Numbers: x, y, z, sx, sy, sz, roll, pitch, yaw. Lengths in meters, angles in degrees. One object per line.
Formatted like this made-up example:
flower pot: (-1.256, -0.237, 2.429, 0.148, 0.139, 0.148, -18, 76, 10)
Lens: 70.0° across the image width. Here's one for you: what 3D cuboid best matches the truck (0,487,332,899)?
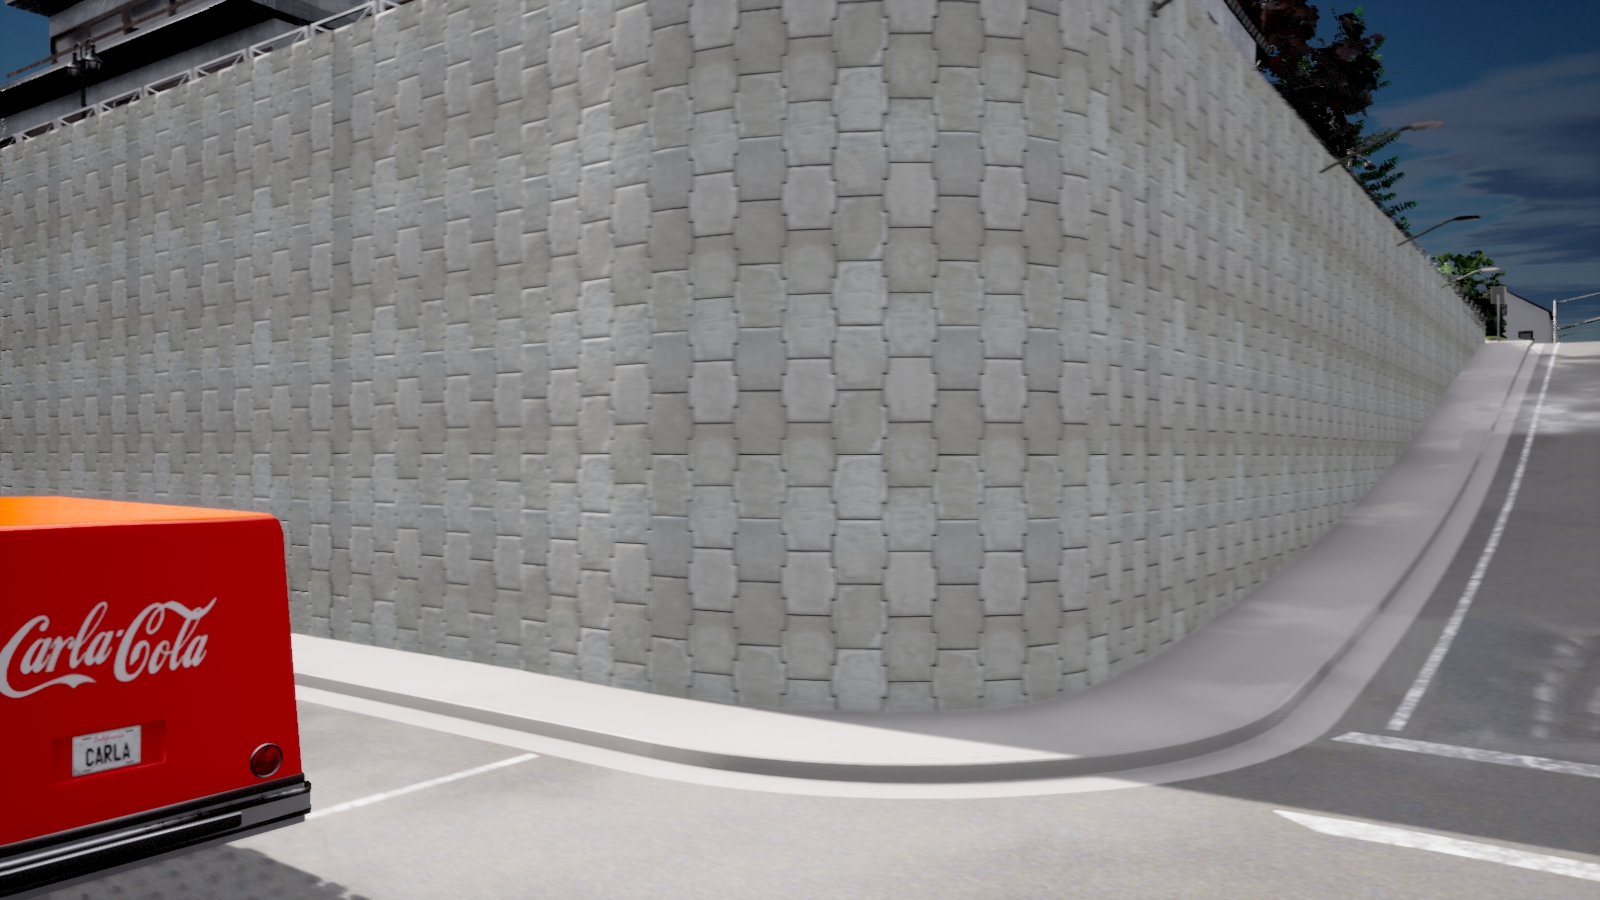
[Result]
truck: (-5.942, 1.577, 7.916, 5.204, 2.467, 2.627, 0, 0, 36)
